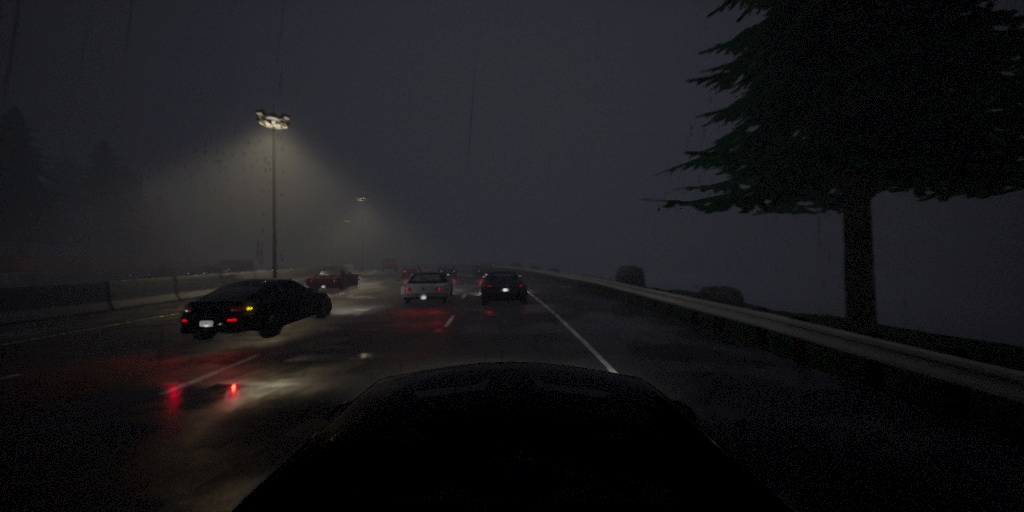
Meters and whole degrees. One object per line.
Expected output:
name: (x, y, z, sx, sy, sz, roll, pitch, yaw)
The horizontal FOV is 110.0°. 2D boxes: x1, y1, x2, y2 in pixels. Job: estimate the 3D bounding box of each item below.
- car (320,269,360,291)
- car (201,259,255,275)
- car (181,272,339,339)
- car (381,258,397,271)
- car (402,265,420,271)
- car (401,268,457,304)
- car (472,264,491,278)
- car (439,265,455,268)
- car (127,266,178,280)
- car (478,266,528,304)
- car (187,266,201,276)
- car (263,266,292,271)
car: (-11.592, 1.538, 23.630, 1.895, 1.301, 4.718, -1, 0, -8)
car: (-28.622, 1.377, 36.719, 2.150, 2.045, 5.566, -1, 0, -13)
car: (-7.054, 1.376, 10.417, 1.812, 1.442, 4.674, 0, 0, -3)
car: (-19.345, 1.341, 56.601, 2.150, 2.045, 5.566, 0, 0, -20)
car: (-10.451, 1.569, 37.641, 1.895, 1.301, 4.718, -1, 0, -13)
car: (-3.883, 1.438, 17.191, 1.895, 1.301, 4.718, -1, 0, -5)
car: (-2.970, 1.486, 36.166, 1.895, 1.301, 4.718, -1, 0, -12)
car: (-6.706, 1.527, 36.860, 1.895, 1.301, 4.718, -1, 0, -12)
car: (-35.579, 1.751, 35.741, 1.812, 1.442, 4.674, -1, 0, -13)
car: (-0.436, 1.364, 16.682, 1.994, 1.385, 4.181, 0, 0, -5)
car: (-32.693, 1.708, 38.702, 1.837, 1.490, 4.892, 0, 0, -14)
car: (-25.700, 1.734, 39.607, 1.895, 1.301, 4.718, -1, 0, -13)
